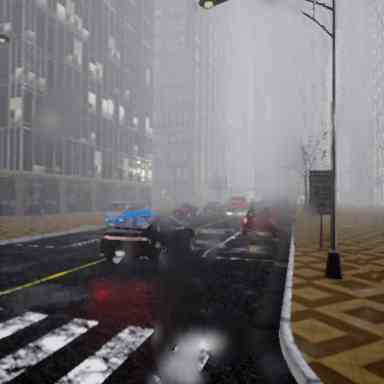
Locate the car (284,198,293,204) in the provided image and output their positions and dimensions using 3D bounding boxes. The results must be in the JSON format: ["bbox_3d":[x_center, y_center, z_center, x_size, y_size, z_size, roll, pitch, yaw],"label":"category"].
[{"bbox_3d":[26.121,2.365,89.919,2.008,1.369,4.403,1,0,17],"label":"car"}]

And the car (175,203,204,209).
[{"bbox_3d":[-0.641,1.767,32.759,1.887,1.381,4.507,1,0,17],"label":"car"}]

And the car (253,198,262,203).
[{"bbox_3d":[18.133,2.336,92.452,2.008,1.369,4.403,1,0,17],"label":"car"}]

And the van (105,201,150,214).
[{"bbox_3d":[-4.157,1.461,21.940,1.690,1.788,3.998,1,0,17],"label":"van"}]

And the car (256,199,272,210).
[{"bbox_3d":[11.184,1.910,51.351,1.882,1.535,5.008,0,0,18],"label":"car"}]

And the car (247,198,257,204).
[{"bbox_3d":[14.720,2.247,81.598,1.947,1.339,4.313,1,0,17],"label":"car"}]

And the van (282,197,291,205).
[{"bbox_3d":[21.007,2.000,73.639,1.690,1.788,3.998,1,0,17],"label":"van"}]

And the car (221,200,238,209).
[{"bbox_3d":[6.191,1.991,54.463,1.947,1.339,4.313,1,0,17],"label":"car"}]

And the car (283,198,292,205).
[{"bbox_3d":[22.709,2.261,79.065,2.008,1.369,4.403,1,0,17],"label":"car"}]

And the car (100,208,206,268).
[{"bbox_3d":[-1.299,1.552,11.679,2.128,1.511,4.902,0,0,17],"label":"car"}]

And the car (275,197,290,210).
[{"bbox_3d":[14.183,1.770,51.931,2.192,1.841,5.009,1,0,17],"label":"car"}]

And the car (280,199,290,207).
[{"bbox_3d":[17.643,2.083,62.946,1.752,1.417,4.829,1,0,17],"label":"car"}]

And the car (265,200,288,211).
[{"bbox_3d":[9.061,1.884,35.650,1.802,1.307,4.206,1,0,17],"label":"car"}]

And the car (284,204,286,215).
[{"bbox_3d":[5.713,1.766,24.777,1.947,1.339,4.313,1,0,17],"label":"car"}]

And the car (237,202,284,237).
[{"bbox_3d":[4.063,1.590,19.335,1.967,1.590,4.097,1,0,17],"label":"car"}]

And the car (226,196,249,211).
[{"bbox_3d":[6.387,1.586,46.133,2.150,2.045,5.566,0,0,17],"label":"car"}]

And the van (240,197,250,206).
[{"bbox_3d":[11.312,1.920,70.745,1.690,1.788,3.998,1,0,17],"label":"van"}]

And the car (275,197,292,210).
[{"bbox_3d":[12.477,1.719,46.505,2.192,1.841,5.009,1,0,17],"label":"car"}]

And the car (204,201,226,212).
[{"bbox_3d":[2.778,1.889,43.608,1.947,1.339,4.313,1,0,17],"label":"car"}]

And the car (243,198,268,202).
[{"bbox_3d":[8.186,1.833,41.664,2.128,1.511,4.902,0,0,18],"label":"car"}]
